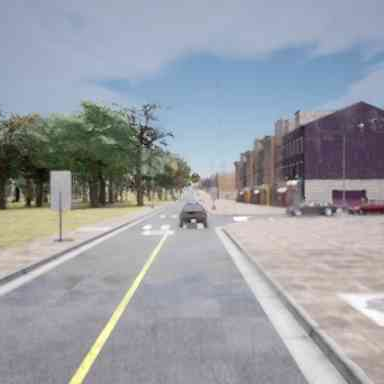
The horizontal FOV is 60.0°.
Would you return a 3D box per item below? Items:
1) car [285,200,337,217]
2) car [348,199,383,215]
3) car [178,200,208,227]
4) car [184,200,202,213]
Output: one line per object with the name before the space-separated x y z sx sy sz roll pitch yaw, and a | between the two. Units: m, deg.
car | 10.436 1.407 29.305 4.403 1.369 2.008 -1 1 0
car | 15.968 1.319 29.303 4.206 1.307 1.802 -1 1 0
car | 0.096 1.587 23.445 1.837 1.490 4.892 0 0 0
car | 0.103 1.771 41.669 2.128 1.511 4.902 0 -1 0
